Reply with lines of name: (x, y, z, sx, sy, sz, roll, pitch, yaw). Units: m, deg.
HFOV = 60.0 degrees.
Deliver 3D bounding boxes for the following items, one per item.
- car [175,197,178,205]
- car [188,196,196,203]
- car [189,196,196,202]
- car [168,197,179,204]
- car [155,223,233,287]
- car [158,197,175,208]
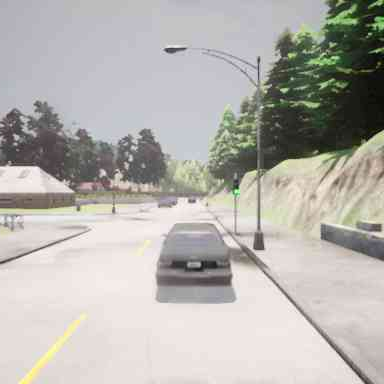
car: (-4.038, 1.729, 60.821, 1.882, 1.535, 5.008, 0, 0, 1)
car: (0.034, 1.828, 75.452, 2.128, 1.511, 4.902, 0, 0, 0)
car: (0.039, 1.763, 85.812, 1.812, 1.442, 4.674, 0, 0, 0)
car: (-3.968, 1.819, 70.912, 2.128, 1.511, 4.902, 0, 0, 0)
car: (0.065, 1.588, 9.519, 2.033, 1.411, 5.357, 0, 0, 1)
car: (-4.072, 1.774, 50.817, 1.994, 1.385, 4.181, 0, 0, 0)
